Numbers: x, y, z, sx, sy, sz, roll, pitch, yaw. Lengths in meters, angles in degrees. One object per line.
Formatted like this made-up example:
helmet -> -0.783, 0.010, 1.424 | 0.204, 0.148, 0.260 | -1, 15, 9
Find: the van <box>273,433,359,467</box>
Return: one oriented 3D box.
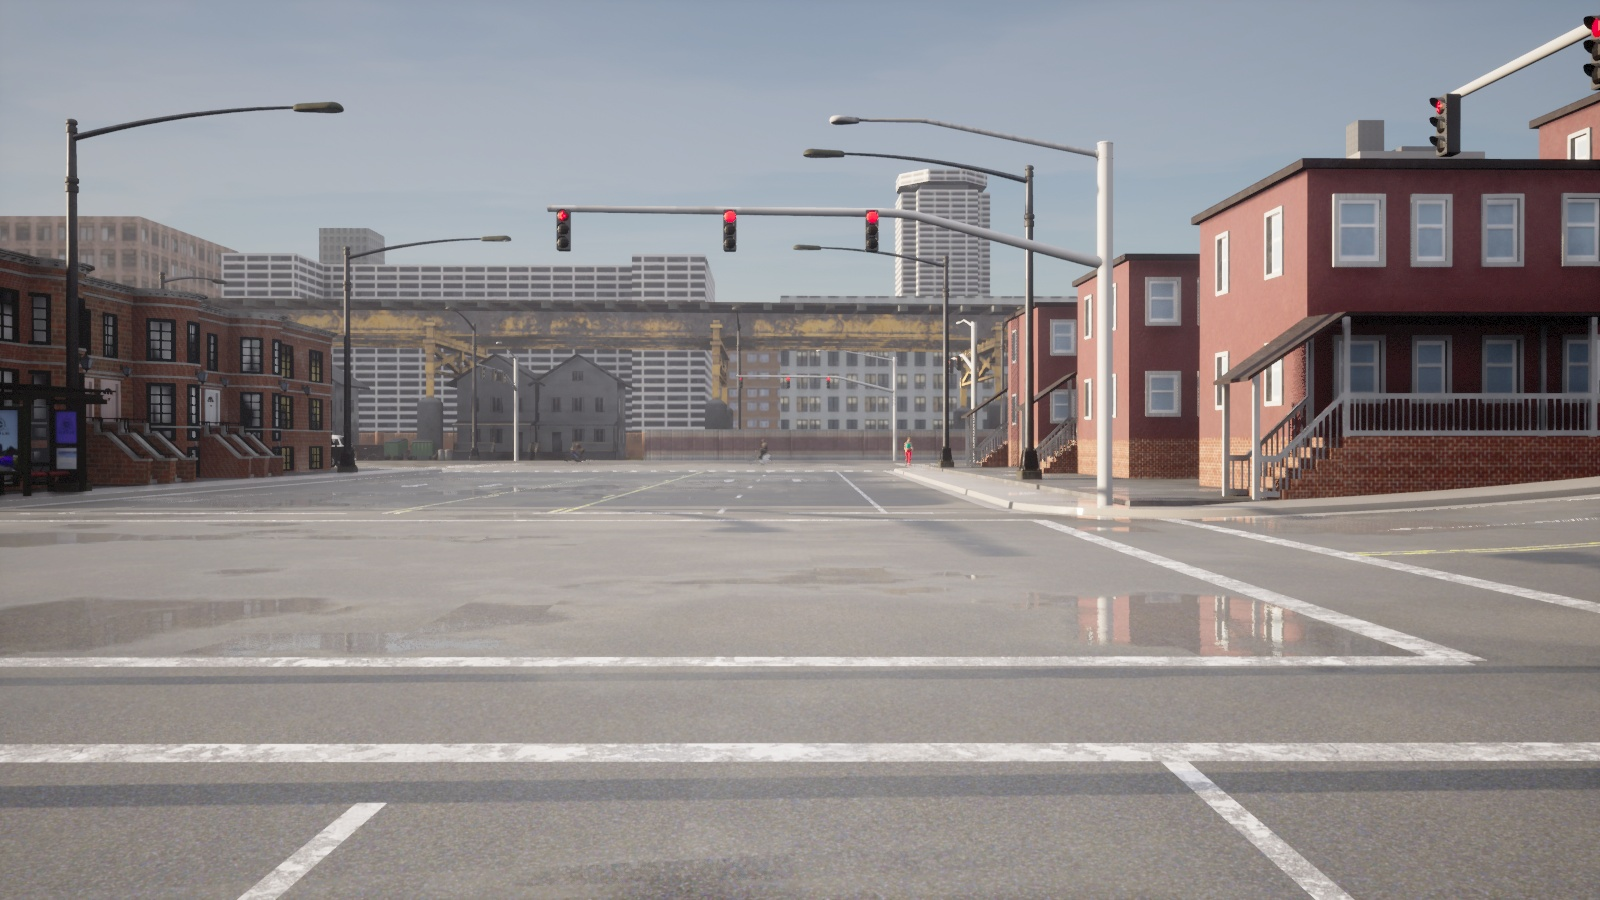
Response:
van -> -29.763, 0.010, 77.297 | 4.480, 2.038, 2.069 | 0, 0, 0
